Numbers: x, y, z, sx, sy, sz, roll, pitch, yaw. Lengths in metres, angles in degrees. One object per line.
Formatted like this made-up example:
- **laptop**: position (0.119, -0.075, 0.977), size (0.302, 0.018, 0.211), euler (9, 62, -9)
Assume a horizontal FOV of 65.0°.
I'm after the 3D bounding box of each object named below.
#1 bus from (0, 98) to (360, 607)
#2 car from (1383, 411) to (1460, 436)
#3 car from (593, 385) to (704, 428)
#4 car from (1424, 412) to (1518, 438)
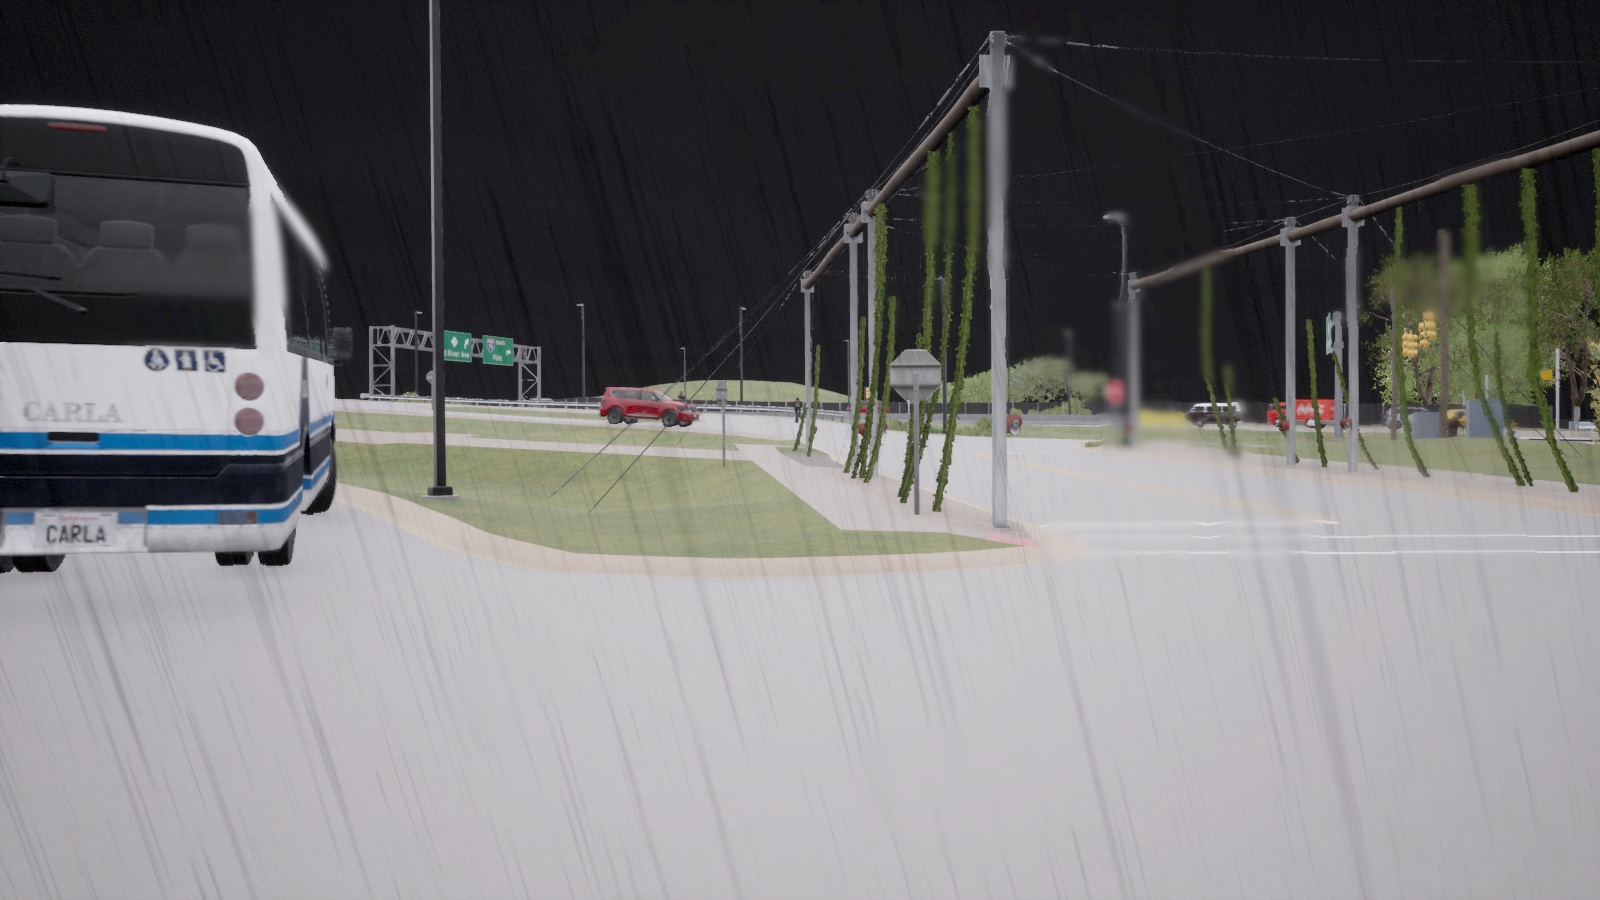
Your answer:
- **bus**: position (-7.707, -1.059, 15.570), size (3.944, 4.253, 10.273), euler (1, 3, -18)
- **car**: position (43.962, -1.897, 88.956), size (4.611, 1.667, 2.242), euler (2, 1, 20)
- **car**: position (-8.260, -2.400, 68.623), size (5.566, 2.045, 2.150), euler (4, 2, 19)
- **car**: position (45.213, -1.687, 84.788), size (5.366, 1.575, 1.801), euler (2, 1, 20)
